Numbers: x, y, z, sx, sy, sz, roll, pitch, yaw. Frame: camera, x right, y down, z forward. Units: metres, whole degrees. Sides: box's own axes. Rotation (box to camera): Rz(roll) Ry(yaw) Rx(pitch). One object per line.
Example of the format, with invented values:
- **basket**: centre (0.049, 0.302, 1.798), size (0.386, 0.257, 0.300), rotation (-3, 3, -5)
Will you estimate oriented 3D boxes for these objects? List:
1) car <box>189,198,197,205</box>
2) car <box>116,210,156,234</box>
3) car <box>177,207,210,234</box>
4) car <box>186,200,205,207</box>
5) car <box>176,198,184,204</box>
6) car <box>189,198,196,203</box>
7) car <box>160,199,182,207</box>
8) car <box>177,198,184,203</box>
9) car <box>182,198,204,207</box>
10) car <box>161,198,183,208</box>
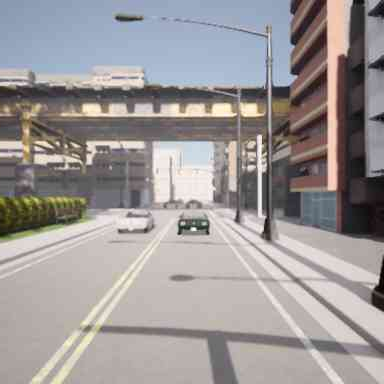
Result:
- **car**: centre (0.144, 2.403, 84.546), size (2.038, 1.542, 4.974), rotation (0, -1, 0)
- **car**: centre (-3.500, 1.849, 21.331), size (1.895, 1.301, 4.718), rotation (0, -1, 0)
- **car**: centre (0.100, 1.837, 20.943), size (1.895, 1.301, 4.718), rotation (0, -1, 0)
- **car**: centre (0.495, 1.948, 58.002), size (1.853, 1.218, 4.536), rotation (0, -1, -20)
- **car**: centre (-3.288, 2.499, 93.068), size (2.038, 1.542, 4.974), rotation (0, -1, 0)
- **car**: centre (0.143, 2.246, 84.600), size (1.853, 1.218, 4.536), rotation (0, -1, 0)
- **car**: centre (-3.625, 1.951, 58.308), size (1.853, 1.218, 4.536), rotation (0, -1, 25)
- **car**: centre (-3.289, 2.342, 93.121), size (1.853, 1.218, 4.536), rotation (0, -1, 0)
- **car**: centre (0.513, 2.105, 57.952), size (2.038, 1.542, 4.974), rotation (0, -1, -20)
- **car**: centre (-3.647, 2.108, 58.259), size (2.038, 1.542, 4.974), rotation (0, -1, 25)
